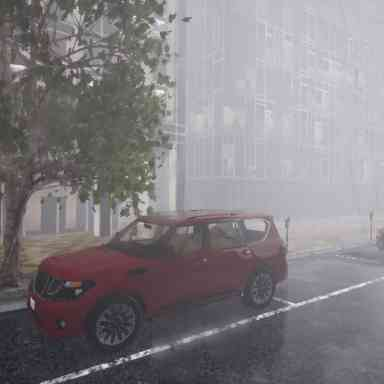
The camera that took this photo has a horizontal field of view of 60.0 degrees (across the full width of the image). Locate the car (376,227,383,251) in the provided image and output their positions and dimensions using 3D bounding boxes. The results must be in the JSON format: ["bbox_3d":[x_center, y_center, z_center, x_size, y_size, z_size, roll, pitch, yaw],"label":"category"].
[{"bbox_3d":[8.900,1.548,12.932,4.507,1.381,1.887,0,1,-36],"label":"car"}]

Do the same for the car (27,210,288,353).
[{"bbox_3d":[-0.296,1.316,6.341,5.009,1.841,2.192,0,1,-36],"label":"car"}]
